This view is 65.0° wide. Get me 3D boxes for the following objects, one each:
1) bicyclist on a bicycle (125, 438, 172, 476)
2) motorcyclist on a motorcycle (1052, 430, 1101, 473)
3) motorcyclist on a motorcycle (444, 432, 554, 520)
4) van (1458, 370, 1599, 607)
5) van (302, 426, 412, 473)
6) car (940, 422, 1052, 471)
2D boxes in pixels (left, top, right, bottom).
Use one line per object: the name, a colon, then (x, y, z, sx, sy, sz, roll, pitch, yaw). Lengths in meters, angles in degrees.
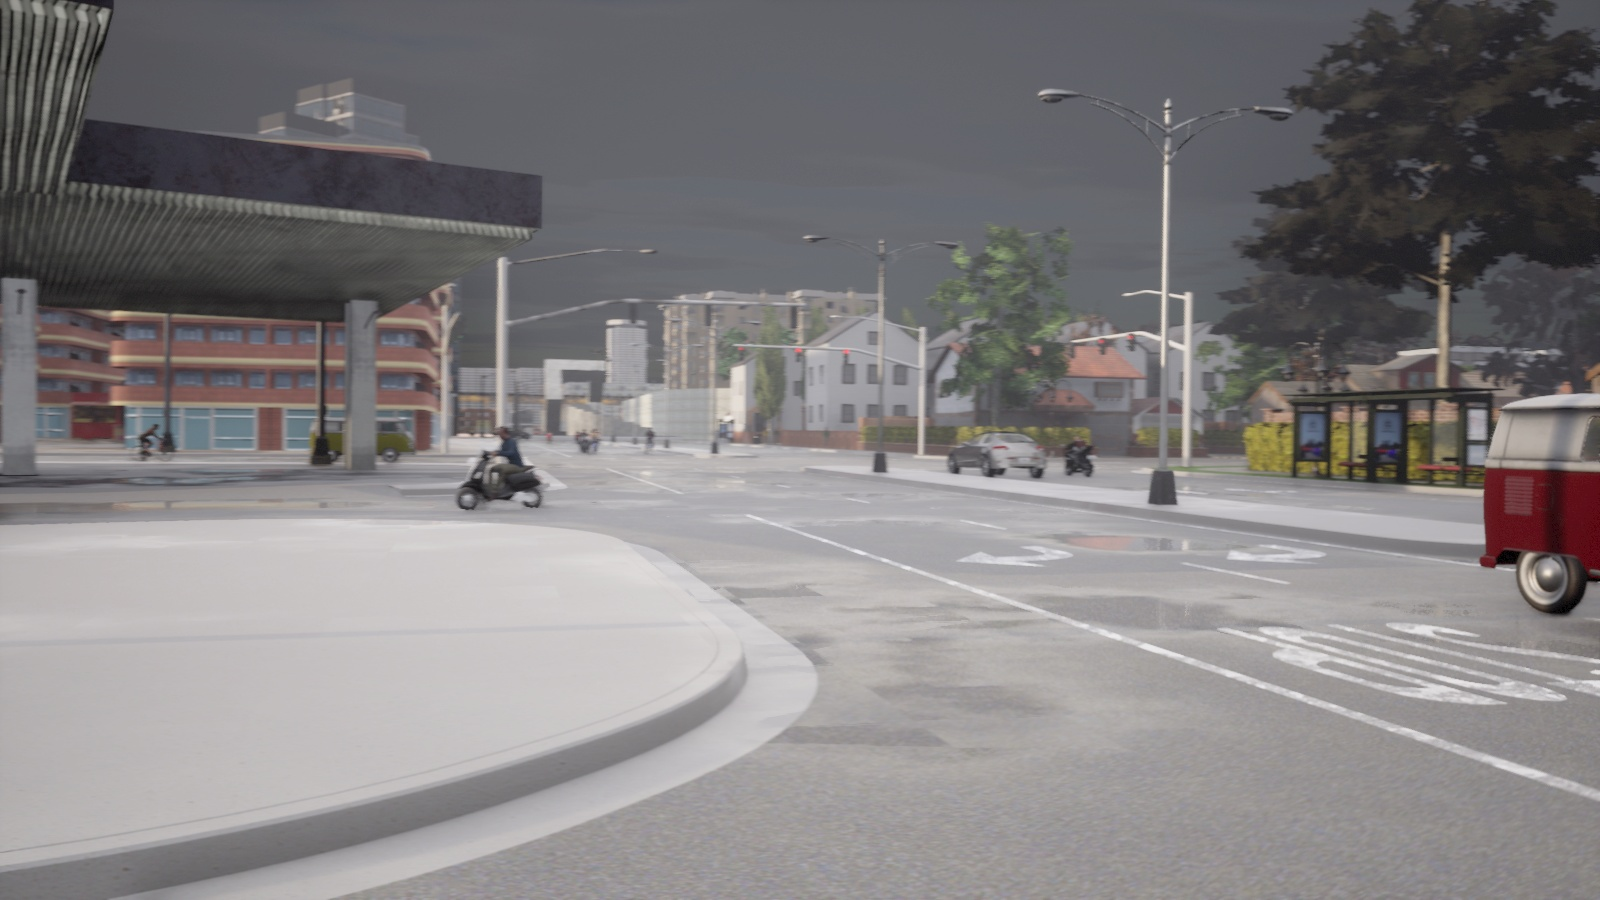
bicyclist on a bicycle: (-27.643, 0.287, 53.310, 1.656, 1.620, 0.582, -1, 1, -15)
motorcyclist on a motorcycle: (10.267, 0.035, 46.724, 0.866, 1.530, 2.191, -1, 1, -14)
motorcyclist on a motorcycle: (-5.735, 0.467, 23.972, 1.817, 1.590, 0.866, -1, 1, -38)
van: (7.714, 0.316, 10.103, 1.775, 1.987, 4.442, -1, 1, -14)
van: (-19.524, -0.037, 55.486, 4.442, 1.987, 1.775, -1, 1, -16)
car: (6.990, -0.165, 45.394, 2.152, 1.651, 5.027, -1, 1, -14)
